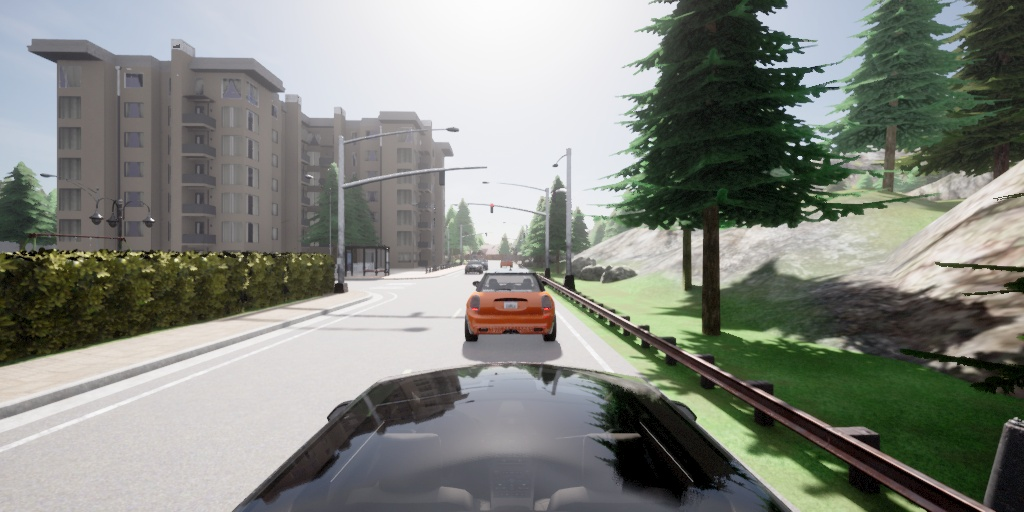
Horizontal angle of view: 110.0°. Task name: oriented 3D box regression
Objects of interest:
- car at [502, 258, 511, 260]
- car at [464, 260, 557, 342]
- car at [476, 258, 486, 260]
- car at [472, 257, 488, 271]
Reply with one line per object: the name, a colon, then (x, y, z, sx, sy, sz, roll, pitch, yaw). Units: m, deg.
car: (-0.926, 1.097, 61.232, 2.097, 1.767, 4.553, 0, 0, -1)
car: (-0.052, 1.101, 9.975, 2.097, 1.767, 4.553, 0, 0, -1)
car: (-4.265, 1.252, 40.761, 1.837, 1.490, 4.892, 0, 0, -1)
car: (-4.448, 1.098, 50.673, 2.097, 1.767, 4.553, 0, 0, -2)
